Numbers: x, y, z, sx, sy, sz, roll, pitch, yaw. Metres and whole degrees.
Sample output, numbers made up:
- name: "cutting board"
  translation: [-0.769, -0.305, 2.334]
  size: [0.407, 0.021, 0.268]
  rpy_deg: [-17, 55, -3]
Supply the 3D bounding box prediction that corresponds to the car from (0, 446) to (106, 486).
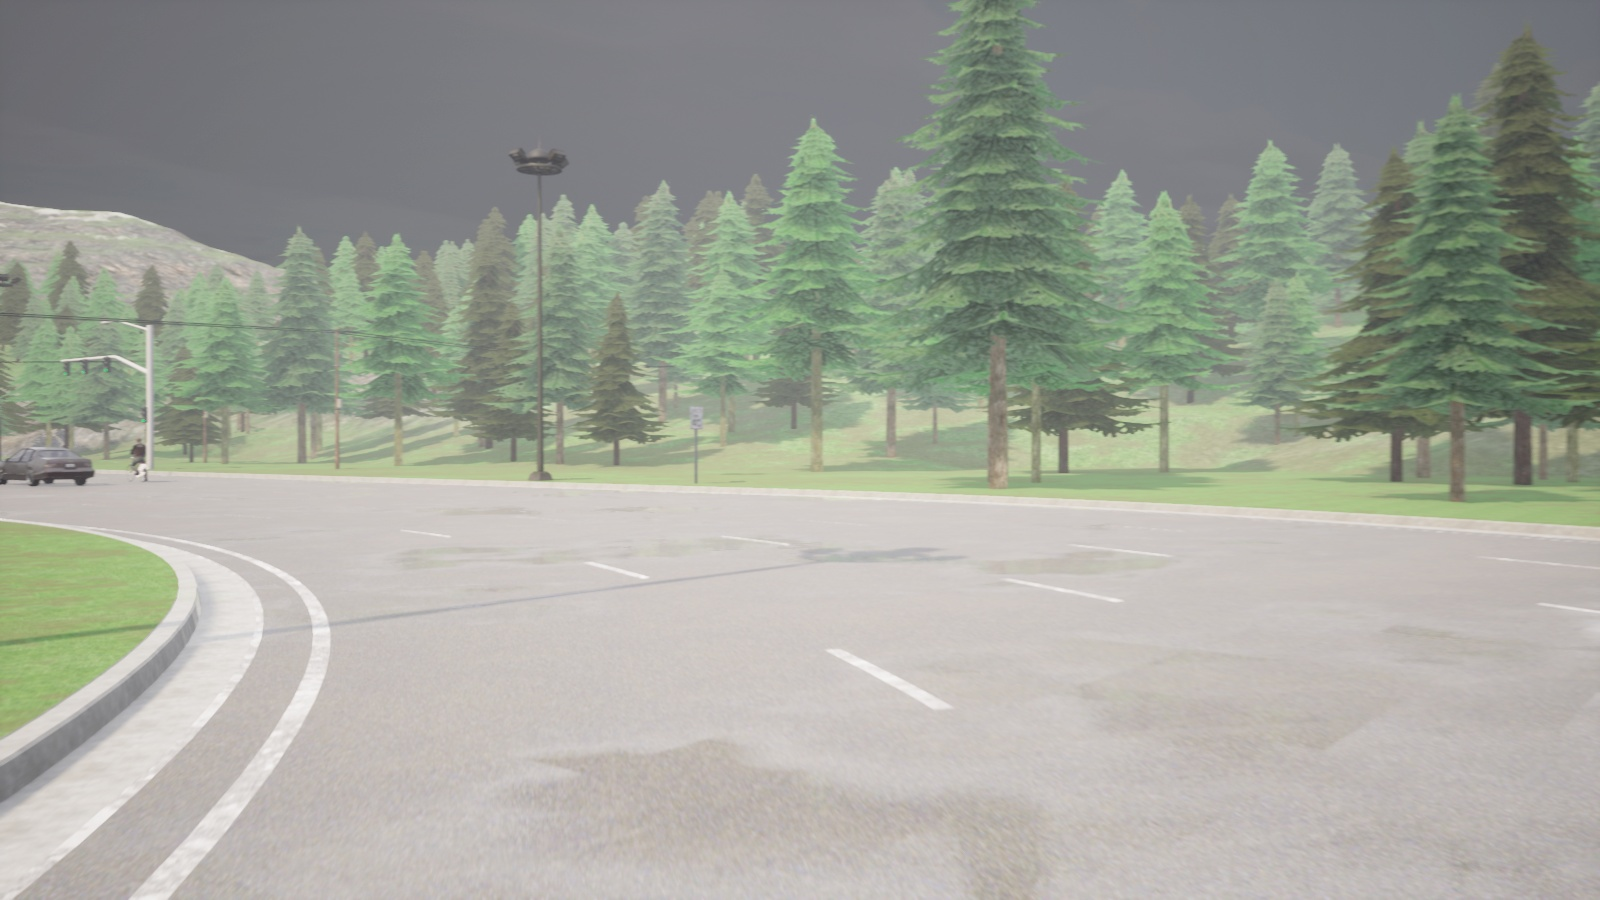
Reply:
- name: "car"
  translation: [-27.808, 0.549, 46.315]
  size: [5.357, 1.411, 2.033]
  rpy_deg: [0, 0, 40]
